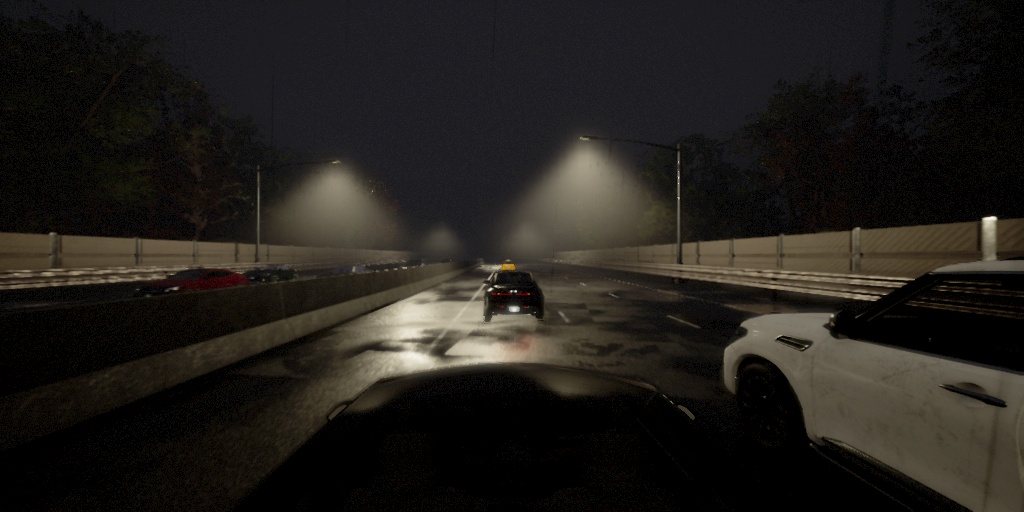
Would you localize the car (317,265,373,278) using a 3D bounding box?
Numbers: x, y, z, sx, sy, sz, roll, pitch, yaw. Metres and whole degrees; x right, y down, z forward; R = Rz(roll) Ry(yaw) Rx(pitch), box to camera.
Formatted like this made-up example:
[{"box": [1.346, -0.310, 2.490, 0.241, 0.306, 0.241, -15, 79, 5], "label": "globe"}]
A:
[{"box": [-10.756, 1.305, 23.640, 2.033, 1.411, 5.357, 0, 0, -1], "label": "car"}]

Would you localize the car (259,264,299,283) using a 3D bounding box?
[{"box": [-17.798, 1.322, 26.551, 1.994, 1.385, 4.181, 0, 0, -1], "label": "car"}]

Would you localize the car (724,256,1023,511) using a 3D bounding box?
[{"box": [3.594, 0.971, 1.891, 2.150, 2.045, 5.566, 0, 0, 0], "label": "car"}]

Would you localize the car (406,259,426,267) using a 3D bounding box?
[{"box": [-14.967, 1.270, 57.200, 1.837, 1.490, 4.892, 0, 0, -1], "label": "car"}]

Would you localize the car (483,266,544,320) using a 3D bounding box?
[{"box": [0.050, 1.259, 12.560, 1.837, 1.490, 4.892, 0, 0, 0], "label": "car"}]

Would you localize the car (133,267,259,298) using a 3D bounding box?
[{"box": [-14.178, 1.282, 16.279, 1.812, 1.442, 4.674, 0, 0, -1], "label": "car"}]

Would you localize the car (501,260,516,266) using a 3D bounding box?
[{"box": [-0.445, 1.222, 44.255, 1.801, 1.575, 5.366, 0, 0, -1], "label": "car"}]
